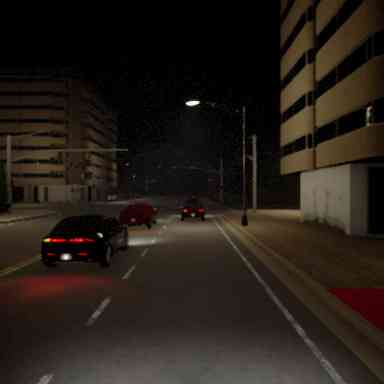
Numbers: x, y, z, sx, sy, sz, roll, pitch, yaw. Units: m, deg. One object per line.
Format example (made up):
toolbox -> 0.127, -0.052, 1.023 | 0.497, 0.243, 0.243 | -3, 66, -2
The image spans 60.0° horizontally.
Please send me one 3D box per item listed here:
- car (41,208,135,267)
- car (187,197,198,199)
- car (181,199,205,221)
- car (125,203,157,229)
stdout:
car -> -3.403, 1.500, 11.387 | 1.837, 1.490, 4.892 | 0, 0, 0
car -> 0.072, 1.455, 44.185 | 1.837, 1.490, 4.892 | 0, 0, 0
car -> 0.081, 1.513, 26.854 | 1.812, 1.442, 4.674 | 0, 0, 0
car -> -3.409, 1.467, 21.773 | 1.882, 1.535, 5.008 | 0, 0, 0
